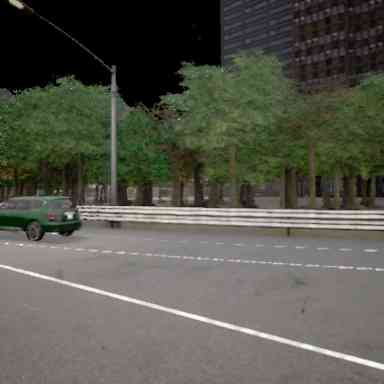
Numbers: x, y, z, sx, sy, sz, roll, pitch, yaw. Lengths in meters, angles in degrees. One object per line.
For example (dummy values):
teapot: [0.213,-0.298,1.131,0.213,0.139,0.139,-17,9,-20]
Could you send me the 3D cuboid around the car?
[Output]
car: [-8.114,1.236,16.582,5.566,2.045,2.150,0,0,24]
